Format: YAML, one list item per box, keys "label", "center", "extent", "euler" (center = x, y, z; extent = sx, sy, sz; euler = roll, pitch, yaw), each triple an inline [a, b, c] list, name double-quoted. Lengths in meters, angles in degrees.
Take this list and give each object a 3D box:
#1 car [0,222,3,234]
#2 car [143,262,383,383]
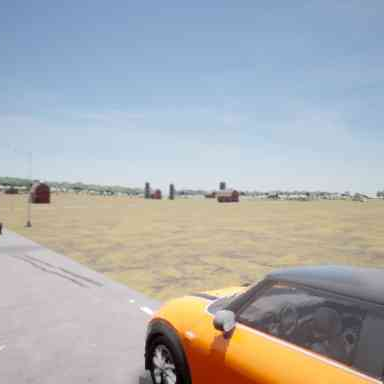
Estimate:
- label: "car"
  center: [-15.811, 2.478, 25.500]
  extent: [1.895, 1.301, 4.718]
  euler: [2, -3, -35]
- label: "car"
  center: [1.333, 1.505, 3.257]
  extent: [2.097, 1.767, 4.553]
  euler: [2, -3, -36]
